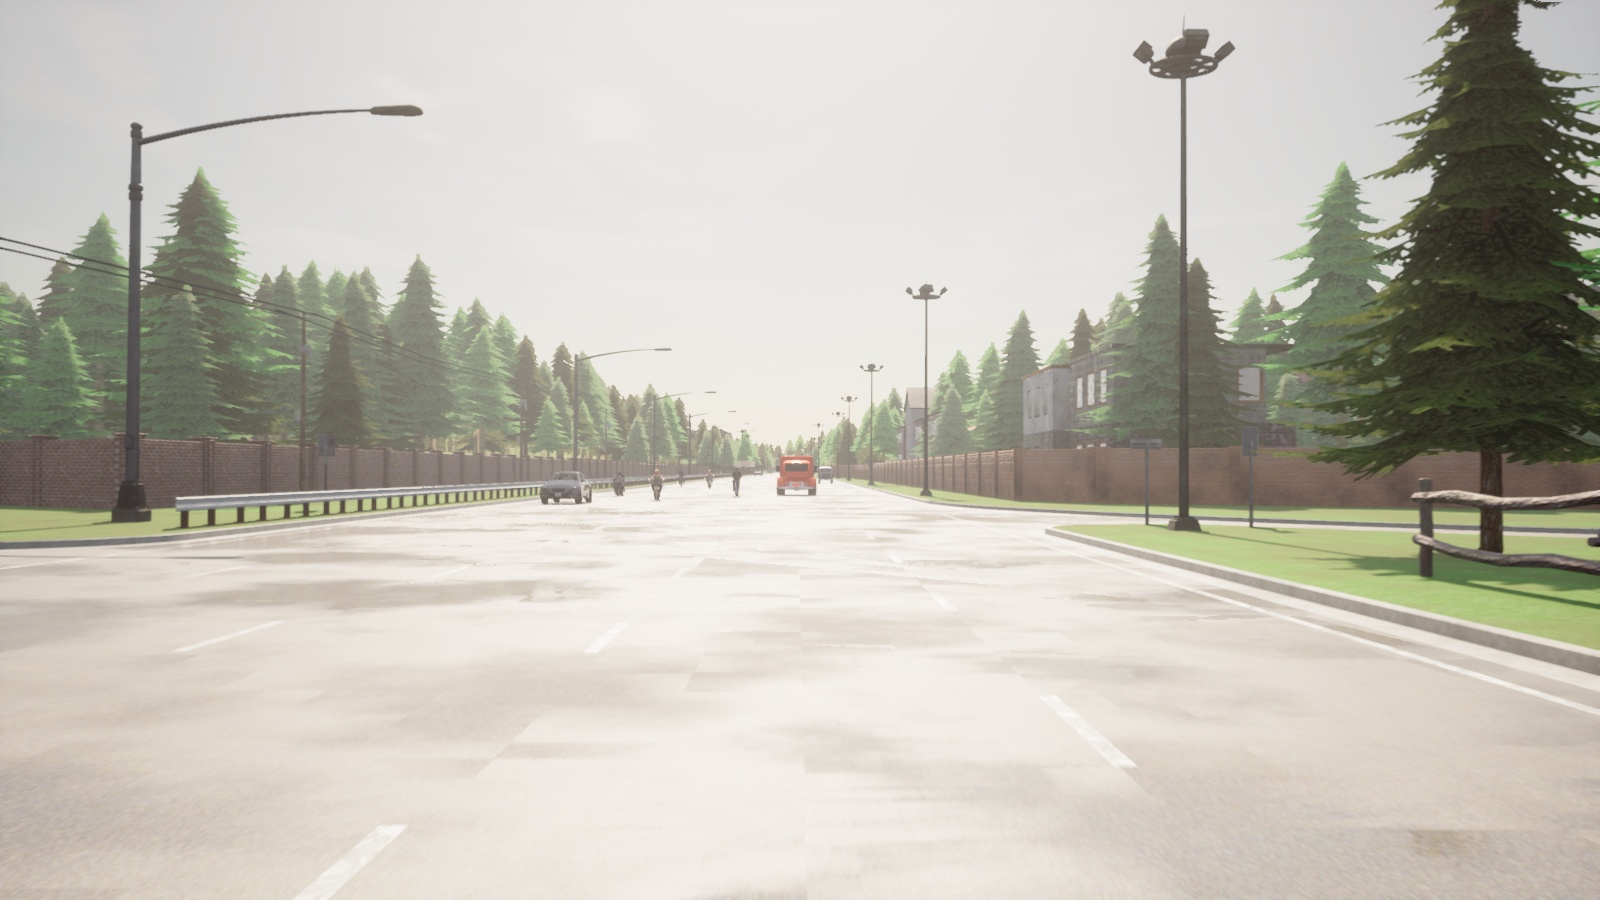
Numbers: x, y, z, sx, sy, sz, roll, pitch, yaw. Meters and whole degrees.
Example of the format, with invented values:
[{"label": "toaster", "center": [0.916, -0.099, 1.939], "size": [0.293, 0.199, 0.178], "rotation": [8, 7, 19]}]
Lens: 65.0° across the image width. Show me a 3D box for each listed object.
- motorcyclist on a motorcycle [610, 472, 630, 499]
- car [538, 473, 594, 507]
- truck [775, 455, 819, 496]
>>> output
[{"label": "motorcyclist on a motorcycle", "center": [-10.684, 2.093, 74.442], "size": [0.866, 1.530, 2.191], "rotation": [0, -1, 0]}, {"label": "car", "center": [-10.642, 1.796, 57.400], "size": [1.816, 1.474, 4.193], "rotation": [0, -1, 0]}, {"label": "truck", "center": [-0.197, 1.605, 79.133], "size": [2.627, 2.467, 5.204], "rotation": [0, -1, 0]}]
